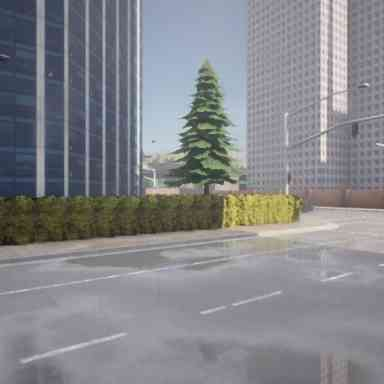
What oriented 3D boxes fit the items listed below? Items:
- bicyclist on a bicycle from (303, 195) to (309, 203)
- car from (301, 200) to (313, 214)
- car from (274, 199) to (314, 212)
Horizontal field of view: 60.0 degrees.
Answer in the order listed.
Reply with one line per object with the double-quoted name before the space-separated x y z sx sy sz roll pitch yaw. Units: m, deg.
"bicyclist on a bicycle" 16.302 1.300 47.409 1.656 1.620 0.582 0 0 -35
"car" 10.307 1.600 35.134 1.895 1.301 4.718 0 0 -35
"car" 11.960 1.563 39.119 1.994 1.385 4.181 0 0 -35
